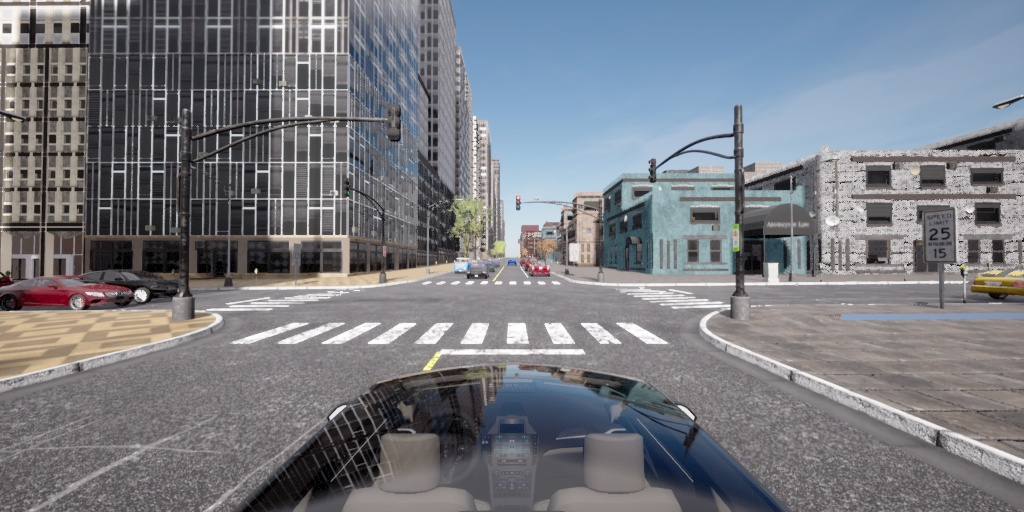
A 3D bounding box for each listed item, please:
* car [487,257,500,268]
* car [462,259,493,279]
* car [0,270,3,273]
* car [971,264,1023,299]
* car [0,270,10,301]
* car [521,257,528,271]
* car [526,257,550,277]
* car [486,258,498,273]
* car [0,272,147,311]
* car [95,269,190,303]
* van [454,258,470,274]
[{"bbox_3d":[-3.046,1.304,61.769,2.033,1.411,5.357,0,0,0],"label":"car"},{"bbox_3d":[-3.076,1.302,33.058,2.033,1.411,5.357,0,0,-1],"label":"car"},{"bbox_3d":[-23.099,1.325,14.090,4.097,1.591,1.967,0,0,1],"label":"car"},{"bbox_3d":[20.693,0.994,13.657,4.829,1.417,1.751,0,0,1],"label":"car"},{"bbox_3d":[-27.386,1.465,16.738,4.902,1.511,2.128,-1,-1,1],"label":"car"},{"bbox_3d":[2.704,1.070,47.215,2.192,1.841,5.009,0,0,0],"label":"car"},{"bbox_3d":[2.701,1.195,35.867,1.967,1.591,4.097,0,0,0],"label":"car"},{"bbox_3d":[-3.090,1.319,43.717,1.994,1.385,4.181,0,0,0],"label":"car"},{"bbox_3d":[-17.416,1.413,14.033,4.207,1.307,1.802,0,0,1],"label":"car"},{"bbox_3d":[-17.889,1.359,16.645,5.008,1.535,1.882,-1,-1,0],"label":"car"},{"bbox_3d":[-5.679,1.096,41.505,1.690,1.789,3.998,0,0,0],"label":"van"}]
